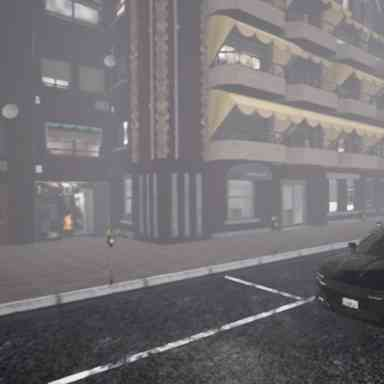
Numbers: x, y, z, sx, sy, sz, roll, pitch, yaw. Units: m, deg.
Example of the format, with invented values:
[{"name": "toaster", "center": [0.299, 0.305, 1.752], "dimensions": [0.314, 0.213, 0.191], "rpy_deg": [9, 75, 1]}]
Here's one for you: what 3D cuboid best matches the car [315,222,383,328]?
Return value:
[{"name": "car", "center": [4.483, 1.439, 6.664], "dimensions": [5.008, 1.535, 1.882], "rpy_deg": [-1, 0, -36]}]
